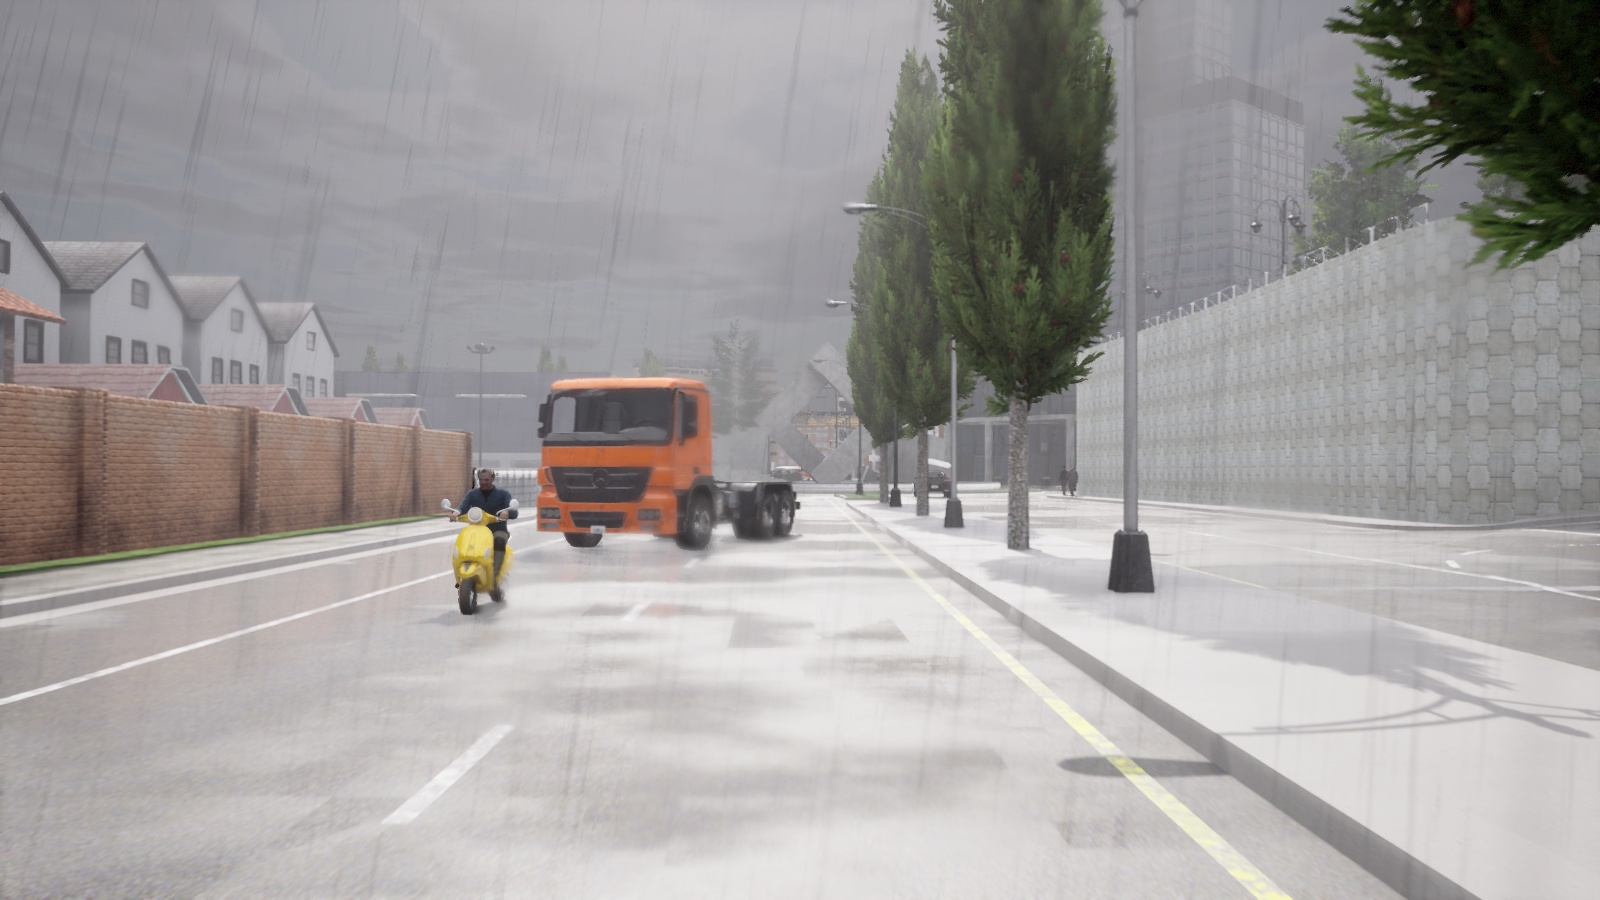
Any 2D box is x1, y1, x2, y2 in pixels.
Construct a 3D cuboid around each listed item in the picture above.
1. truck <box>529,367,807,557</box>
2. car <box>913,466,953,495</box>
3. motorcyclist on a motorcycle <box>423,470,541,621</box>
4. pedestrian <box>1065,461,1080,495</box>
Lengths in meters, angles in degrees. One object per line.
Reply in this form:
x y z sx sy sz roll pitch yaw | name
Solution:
-2.484 0.297 27.115 2.891 3.462 7.936 -1 -1 19 | truck
8.066 1.839 76.362 2.152 1.651 5.027 0 -1 3 | car
-3.535 1.019 14.119 0.866 1.590 1.817 0 -1 0 | motorcyclist on a motorcycle
15.927 1.636 73.464 0.659 1.952 0.873 0 -1 0 | pedestrian
